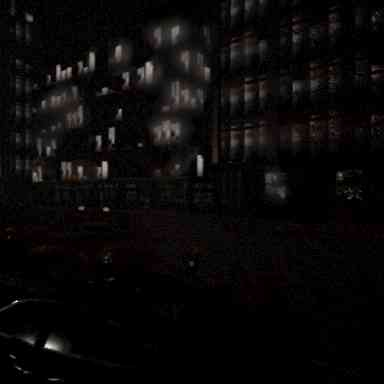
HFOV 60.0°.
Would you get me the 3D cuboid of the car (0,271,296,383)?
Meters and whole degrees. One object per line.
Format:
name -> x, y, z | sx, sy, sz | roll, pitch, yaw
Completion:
car -> -1.072, 1.592, 3.629 | 4.313, 1.339, 1.947 | -1, 0, 35
